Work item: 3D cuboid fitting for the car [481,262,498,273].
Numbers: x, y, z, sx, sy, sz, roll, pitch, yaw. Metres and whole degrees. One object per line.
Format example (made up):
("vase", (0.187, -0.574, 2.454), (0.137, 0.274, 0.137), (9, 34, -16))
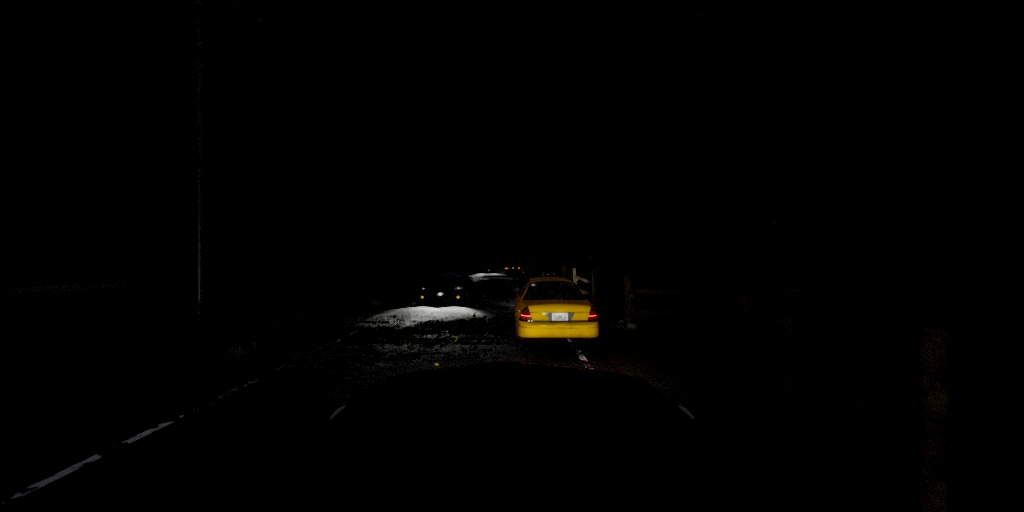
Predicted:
("car", (-2.703, 1.359, 43.560), (1.895, 1.301, 4.718), (0, 0, 0))

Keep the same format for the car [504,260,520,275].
("car", (0.125, 1.303, 39.701), (2.033, 1.411, 5.357), (0, 0, 0))

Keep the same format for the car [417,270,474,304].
("car", (-2.835, 1.312, 16.144), (1.994, 1.385, 4.181), (0, 0, 0))

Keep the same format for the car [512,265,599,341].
("car", (0.972, 1.204, 9.814), (1.801, 1.575, 5.366), (0, 0, 0))
